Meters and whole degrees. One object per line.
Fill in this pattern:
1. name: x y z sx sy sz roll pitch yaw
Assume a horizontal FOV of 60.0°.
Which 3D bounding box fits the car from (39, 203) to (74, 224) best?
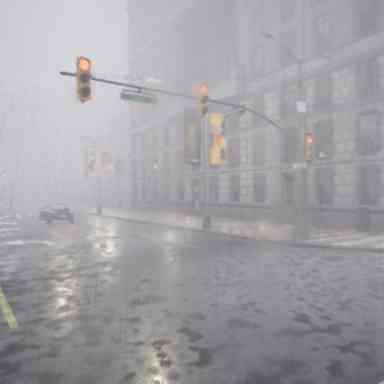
1. car: -10.654 1.601 26.070 1.812 1.442 4.674 -1 0 -35
